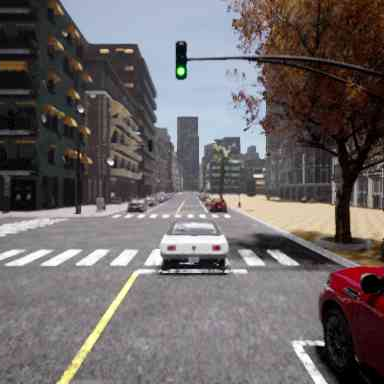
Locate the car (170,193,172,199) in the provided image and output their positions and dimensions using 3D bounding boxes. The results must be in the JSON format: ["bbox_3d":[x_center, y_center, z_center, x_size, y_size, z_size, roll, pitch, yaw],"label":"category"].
[{"bbox_3d":[-5.680,1.122,68.024,1.802,1.307,4.206,0,0,0],"label":"car"}]

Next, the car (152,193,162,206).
[{"bbox_3d":[-5.683,1.229,45.894,2.008,1.369,4.403,0,0,0],"label":"car"}]

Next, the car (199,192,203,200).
[{"bbox_3d":[2.699,1.156,62.490,1.802,1.307,4.206,0,0,0],"label":"car"}]

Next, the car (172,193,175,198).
[{"bbox_3d":[-5.679,0.914,79.089,1.967,1.590,4.097,0,0,0],"label":"car"}]

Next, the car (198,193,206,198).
[{"bbox_3d":[2.702,0.961,90.153,2.008,1.369,4.403,0,0,0],"label":"car"}]

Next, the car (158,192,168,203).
[{"bbox_3d":[-5.682,1.049,56.959,1.967,1.590,4.097,0,0,0],"label":"car"}]

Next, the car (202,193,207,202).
[{"bbox_3d":[2.697,1.202,46.063,1.752,1.417,4.829,0,0,0],"label":"car"}]

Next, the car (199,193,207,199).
[{"bbox_3d":[2.702,0.986,84.621,1.887,1.381,4.507,0,0,0],"label":"car"}]

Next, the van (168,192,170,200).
[{"bbox_3d":[-5.681,0.915,62.491,1.690,1.788,3.998,0,0,0],"label":"van"}]

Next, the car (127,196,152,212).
[{"bbox_3d":[-5.685,1.301,34.829,2.008,1.369,4.403,0,0,0],"label":"car"}]

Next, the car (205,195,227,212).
[{"bbox_3d":[2.696,1.295,34.827,1.887,1.381,4.507,0,0,0],"label":"car"}]

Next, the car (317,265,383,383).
[{"bbox_3d":[2.692,1.296,2.439,2.192,1.841,5.009,0,0,0],"label":"car"}]

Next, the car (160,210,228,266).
[{"bbox_3d":[0.068,1.517,11.184,1.895,1.301,4.718,0,0,0],"label":"car"}]

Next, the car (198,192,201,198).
[{"bbox_3d":[2.700,1.030,73.725,1.752,1.417,4.829,0,0,0],"label":"car"}]
